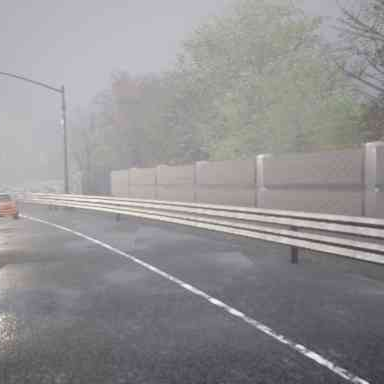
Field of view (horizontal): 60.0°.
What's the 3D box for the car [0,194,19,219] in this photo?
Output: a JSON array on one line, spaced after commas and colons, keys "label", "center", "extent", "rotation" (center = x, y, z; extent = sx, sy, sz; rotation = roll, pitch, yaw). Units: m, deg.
[{"label": "car", "center": [-13.306, 0.918, 22.431], "extent": [2.097, 1.767, 4.553], "rotation": [-3, 3, -40]}]
